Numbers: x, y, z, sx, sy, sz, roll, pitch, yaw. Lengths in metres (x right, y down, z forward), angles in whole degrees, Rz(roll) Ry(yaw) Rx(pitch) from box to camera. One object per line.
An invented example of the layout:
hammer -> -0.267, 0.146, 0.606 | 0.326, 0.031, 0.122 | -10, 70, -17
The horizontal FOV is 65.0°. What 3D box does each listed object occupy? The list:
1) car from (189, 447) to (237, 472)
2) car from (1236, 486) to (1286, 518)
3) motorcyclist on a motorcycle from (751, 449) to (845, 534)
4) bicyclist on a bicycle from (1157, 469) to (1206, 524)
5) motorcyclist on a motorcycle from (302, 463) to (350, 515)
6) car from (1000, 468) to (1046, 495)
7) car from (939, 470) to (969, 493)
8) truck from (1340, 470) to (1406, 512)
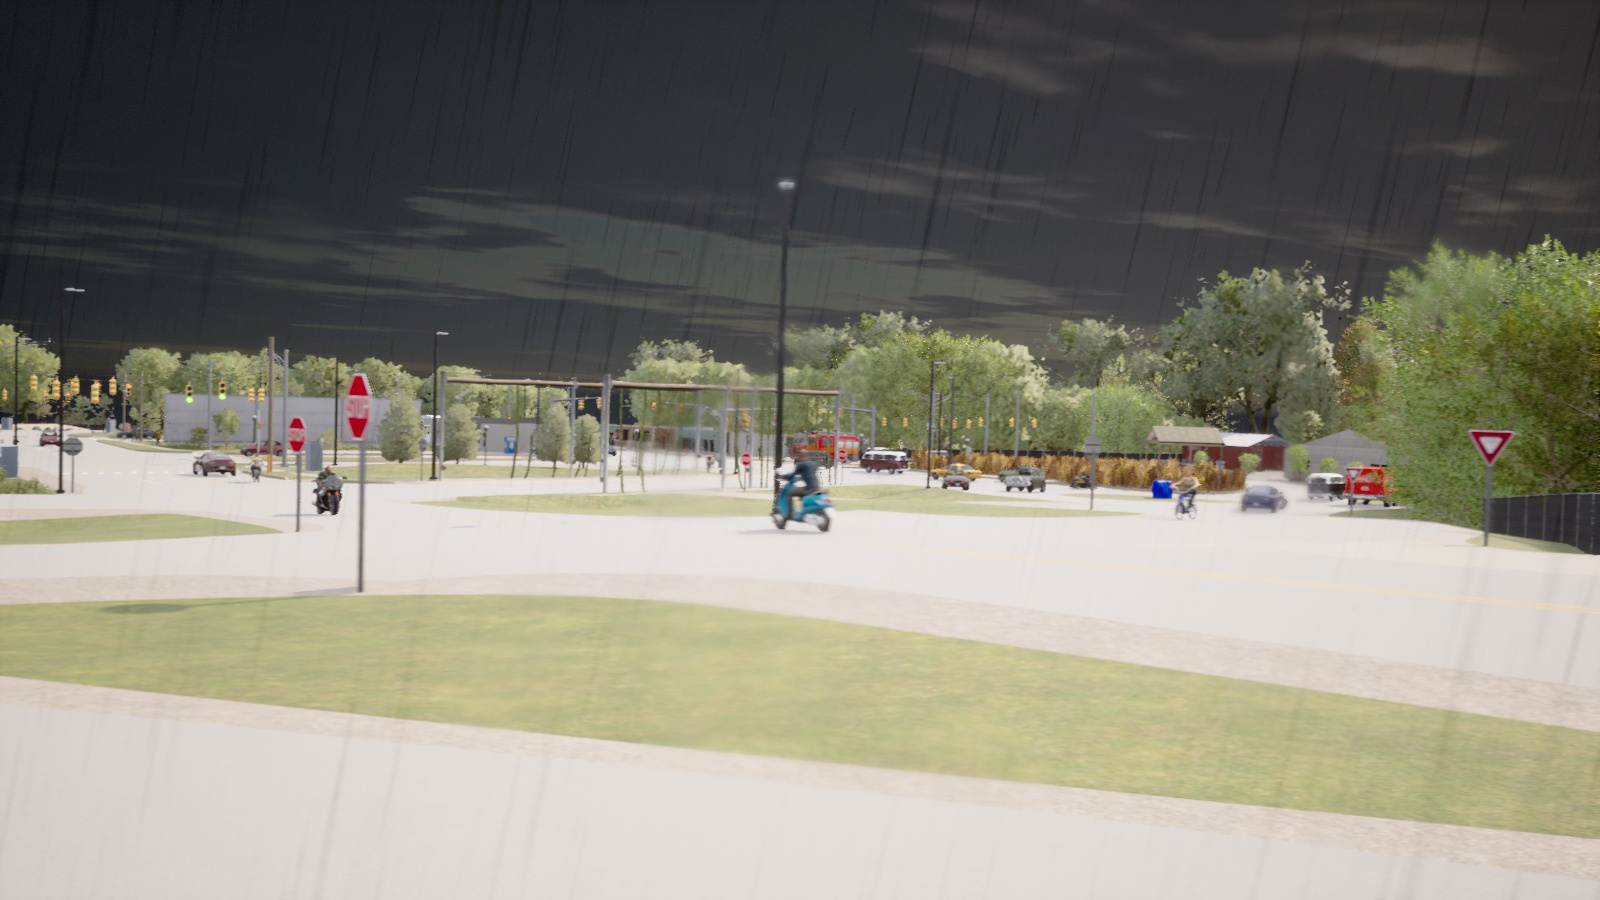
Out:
car -> -36.433, 0.572, 77.843 | 1.812, 1.442, 4.674 | 1, 1, -36
car -> 26.405, 2.947, 71.827 | 1.812, 1.442, 4.674 | 3, 3, 30
motorcyclist on a motorcycle -> -0.060, 0.786, 24.397 | 0.866, 1.590, 1.817 | 1, -1, -39
bicyclist on a bicycle -> 11.713, 1.430, 38.530 | 0.866, 1.612, 1.509 | 2, -1, 41
motorcyclist on a motorcycle -> -14.422, 1.164, 38.160 | 0.866, 1.530, 2.191 | 1, -1, -35
car -> 16.121, 2.255, 90.622 | 1.932, 1.855, 4.605 | 2, 0, 27
car -> 10.981, 2.218, 89.783 | 1.816, 1.474, 4.193 | 3, -1, 3
truck -> 36.647, 2.604, 80.276 | 2.627, 2.467, 5.204 | 3, 0, 38
